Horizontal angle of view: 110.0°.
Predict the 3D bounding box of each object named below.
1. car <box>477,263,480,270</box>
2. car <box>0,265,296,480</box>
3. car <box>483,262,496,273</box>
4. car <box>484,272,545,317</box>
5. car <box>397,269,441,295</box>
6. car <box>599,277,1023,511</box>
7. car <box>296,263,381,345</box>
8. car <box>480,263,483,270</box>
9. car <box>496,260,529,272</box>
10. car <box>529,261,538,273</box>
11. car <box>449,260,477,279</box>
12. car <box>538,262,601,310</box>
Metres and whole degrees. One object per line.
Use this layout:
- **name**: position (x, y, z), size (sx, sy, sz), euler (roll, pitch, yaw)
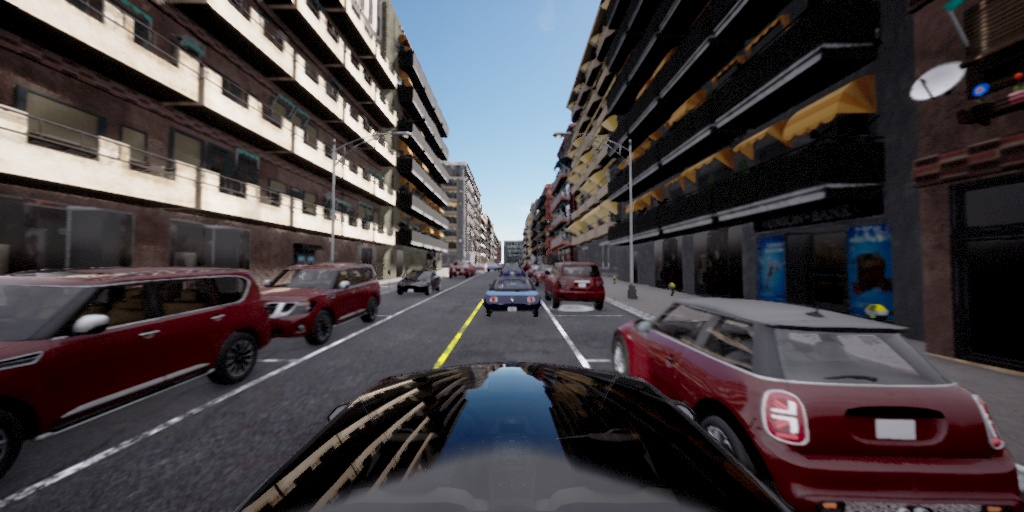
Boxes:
- **car**: position (-5.323, 1.646, 43.128), size (1.888, 1.381, 4.507), euler (0, 0, 0)
- **car**: position (-5.315, 1.085, 4.417), size (2.192, 1.841, 5.009), euler (0, 0, 0)
- **car**: position (-2.841, 1.735, 53.875), size (1.812, 1.442, 4.674), euler (0, -1, 0)
- **car**: position (0.031, 1.442, 13.722), size (1.895, 1.301, 4.718), euler (0, 0, 1)
- **car**: position (-5.318, 1.466, 21.009), size (1.948, 1.339, 4.313), euler (0, 0, 0)
- **car**: position (2.575, 1.210, 4.358), size (1.967, 1.591, 4.097), euler (0, 0, 0)
- **car**: position (-5.316, 1.127, 9.947), size (2.192, 1.841, 5.009), euler (0, 0, 0)
- **car**: position (-5.327, 1.854, 59.720), size (1.802, 1.307, 4.207), euler (0, 0, 0)
- **car**: position (0.036, 1.324, 29.322), size (2.097, 1.767, 4.553), euler (0, -1, 1)
- **car**: position (2.529, 1.387, 26.481), size (1.967, 1.591, 4.097), euler (0, 0, 0)
- **car**: position (-5.322, 1.363, 37.597), size (2.192, 1.841, 5.009), euler (0, 0, 0)
- **car**: position (2.531, 1.169, 15.419), size (2.192, 1.841, 5.009), euler (0, 0, 0)
